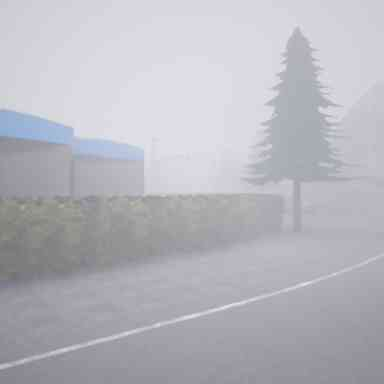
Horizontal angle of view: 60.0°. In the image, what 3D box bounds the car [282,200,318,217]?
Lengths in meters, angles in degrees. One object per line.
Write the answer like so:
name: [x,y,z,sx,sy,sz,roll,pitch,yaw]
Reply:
car: [9.708,1.527,31.697,1.812,1.442,4.674,0,0,-36]
